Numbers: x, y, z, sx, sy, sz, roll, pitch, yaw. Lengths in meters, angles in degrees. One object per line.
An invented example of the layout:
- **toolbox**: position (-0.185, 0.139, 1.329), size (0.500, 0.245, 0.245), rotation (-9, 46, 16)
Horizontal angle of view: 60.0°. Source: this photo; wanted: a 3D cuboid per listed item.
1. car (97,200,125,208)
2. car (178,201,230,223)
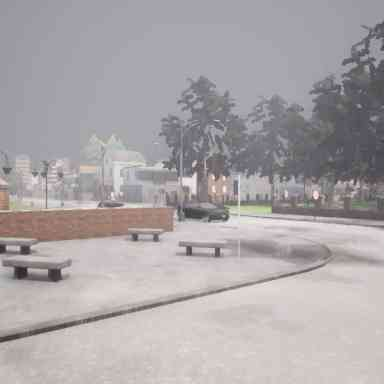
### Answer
- **car**: position (-10.028, 1.601, 41.156), size (1.895, 1.301, 4.718), rotation (0, 0, -35)
- **car**: position (0.832, 1.478, 25.737), size (1.882, 1.535, 5.008), rotation (0, 0, -35)
